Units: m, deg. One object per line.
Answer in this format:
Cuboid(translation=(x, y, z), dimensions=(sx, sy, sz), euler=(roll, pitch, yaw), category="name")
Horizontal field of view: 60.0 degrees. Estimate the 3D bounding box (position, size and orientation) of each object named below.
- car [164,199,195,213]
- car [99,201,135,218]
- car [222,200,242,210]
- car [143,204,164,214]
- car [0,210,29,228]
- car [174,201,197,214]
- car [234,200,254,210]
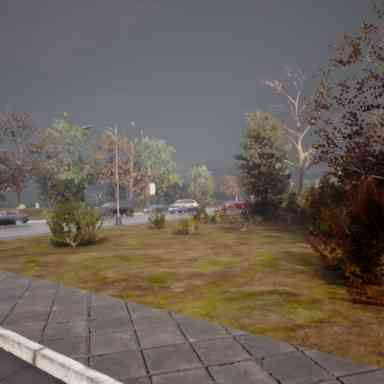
Cuboid(translation=(-1.385, 2.177, 51.177), dimensions=(2.150, 2.045, 5.566), euler=(-3, -2, 32), category="car")
Cuboid(translation=(-9.137, 2.090, 38.885), dimensions=(2.150, 2.045, 5.566), euler=(-3, -2, 32), category="car")
Cuboid(translation=(6.293, 2.015, 49.947), dimensions=(2.097, 1.767, 4.553), euler=(-3, -2, 33), category="car")
Cuboid(translation=(-5.564, 2.586, 51.097), dimensions=(2.128, 1.511, 4.902), euler=(-3, -2, 32), category="car")
Cuboid(translation=(-16.265, 2.327, 27.822), dimensions=(2.128, 1.511, 4.902), euler=(-3, -2, 33), category="car")
Cuboid(translation=(-0.038, 2.370, 46.412), dimensions=(1.895, 1.301, 4.718), euler=(-3, -2, 32), category="car")
Cuboid(translation=(9.733, 2.402, 61.890), dimensions=(1.882, 1.535, 5.008), euler=(-3, -2, 33), category="car")
